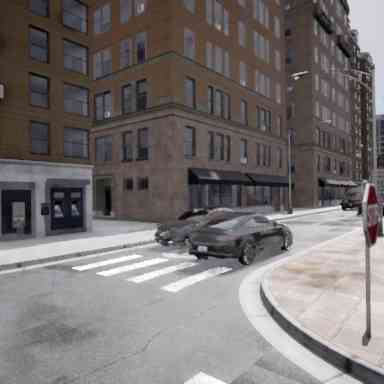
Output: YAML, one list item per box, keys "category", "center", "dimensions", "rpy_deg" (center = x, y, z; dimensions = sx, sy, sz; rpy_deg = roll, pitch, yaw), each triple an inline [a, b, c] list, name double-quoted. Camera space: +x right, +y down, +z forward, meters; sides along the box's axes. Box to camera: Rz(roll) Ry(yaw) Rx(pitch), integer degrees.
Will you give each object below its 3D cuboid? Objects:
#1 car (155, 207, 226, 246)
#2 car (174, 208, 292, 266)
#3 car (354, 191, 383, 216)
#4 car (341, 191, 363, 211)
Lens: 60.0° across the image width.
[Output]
- category: "car"
  center: [0.503, 1.432, 14.328]
  dimensions: [1.837, 1.490, 4.892]
  rpy_deg: [-1, 0, 39]
- category: "car"
  center: [1.724, 1.407, 11.121]
  dimensions: [1.812, 1.442, 4.674]
  rpy_deg: [-1, 0, 38]
- category: "car"
  center: [16.089, 1.063, 29.152]
  dimensions: [2.097, 1.767, 4.553]
  rpy_deg: [-1, -1, 39]
- category: "car"
  center: [17.959, 0.952, 36.191]
  dimensions: [2.150, 2.045, 5.566]
  rpy_deg: [-1, -1, 39]
